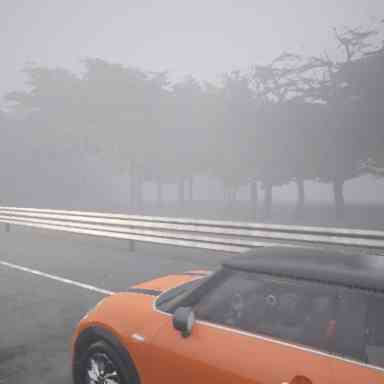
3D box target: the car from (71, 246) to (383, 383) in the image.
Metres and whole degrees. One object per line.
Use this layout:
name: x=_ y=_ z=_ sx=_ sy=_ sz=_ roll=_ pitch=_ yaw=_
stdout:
car: x=0.860 y=1.352 z=3.278 sx=4.553 sy=1.767 sz=2.097 roll=0 pitch=0 yaw=36
